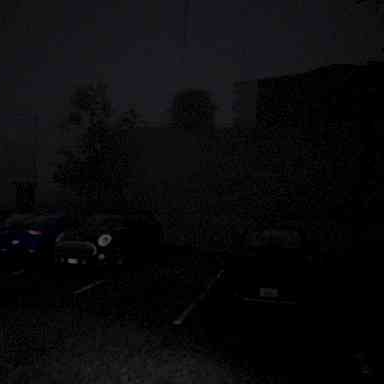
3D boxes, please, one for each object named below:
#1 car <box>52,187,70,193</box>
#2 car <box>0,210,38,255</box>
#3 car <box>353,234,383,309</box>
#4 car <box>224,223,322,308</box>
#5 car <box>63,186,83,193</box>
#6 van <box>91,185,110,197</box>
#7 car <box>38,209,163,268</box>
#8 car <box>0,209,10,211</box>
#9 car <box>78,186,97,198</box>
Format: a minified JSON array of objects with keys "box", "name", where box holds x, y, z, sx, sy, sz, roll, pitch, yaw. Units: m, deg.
[{"box":[-30.469,-0.510,76.414,4.674,1.452,2.002,1,5,37],"name":"car"},{"box":[-5.060,1.559,13.370,2.097,1.535,5.008,0,-1,18],"name":"car"},{"box":[4.406,1.485,6.304,2.231,1.521,4.892,0,-1,16],"name":"car"},{"box":[2.013,1.502,8.038,2.231,1.521,4.892,0,-1,17],"name":"car"},{"box":[-27.967,-0.693,77.990,4.792,1.488,2.163,1,5,37],"name":"car"},{"box":[-17.277,-0.030,64.470,4.442,1.987,1.878,4,7,39],"name":"van"},{"box":[-2.703,1.414,11.607,2.185,1.767,4.553,0,-1,18],"name":"car"},{"box":[-7.377,1.622,15.194,2.002,1.452,4.674,0,-1,19],"name":"car"},{"box":[-19.942,0.359,63.036,5.008,1.535,2.097,4,7,39],"name":"car"}]
